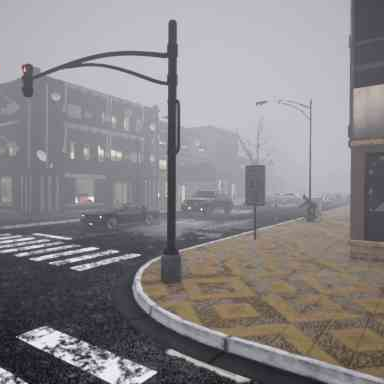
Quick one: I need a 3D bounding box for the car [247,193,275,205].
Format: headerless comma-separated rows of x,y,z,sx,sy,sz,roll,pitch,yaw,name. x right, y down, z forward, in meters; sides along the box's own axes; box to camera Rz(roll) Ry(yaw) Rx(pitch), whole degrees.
8.870,0.821,42.612,1.887,1.381,4.507,2,2,35,car

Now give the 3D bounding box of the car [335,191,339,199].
18.538,0.788,46.308,1.895,1.301,4.718,1,1,35,car

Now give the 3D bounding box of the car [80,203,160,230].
-4.062,1.334,19.289,1.895,1.301,4.718,1,1,35,car

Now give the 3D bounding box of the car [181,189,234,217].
1.379,0.798,27.130,2.150,2.045,5.566,1,1,35,car

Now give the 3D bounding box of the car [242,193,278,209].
7.088,1.014,35.379,1.895,1.301,4.718,1,1,35,car

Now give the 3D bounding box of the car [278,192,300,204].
12.961,0.771,43.792,1.812,1.442,4.674,1,1,34,car

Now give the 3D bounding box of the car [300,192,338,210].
12.658,0.993,33.059,2.008,1.369,4.403,2,2,35,car

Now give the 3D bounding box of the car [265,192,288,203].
12.109,0.767,47.234,1.802,1.307,4.206,2,2,35,car

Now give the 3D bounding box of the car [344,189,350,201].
25.417,0.619,51.680,1.887,1.381,4.507,2,2,35,car

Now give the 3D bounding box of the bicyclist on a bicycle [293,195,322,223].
6.785,1.003,19.589,1.656,1.620,0.582,0,1,35,bicyclist on a bicycle

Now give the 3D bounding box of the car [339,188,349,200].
24.218,0.572,54.545,2.033,1.411,5.357,1,1,36,car
